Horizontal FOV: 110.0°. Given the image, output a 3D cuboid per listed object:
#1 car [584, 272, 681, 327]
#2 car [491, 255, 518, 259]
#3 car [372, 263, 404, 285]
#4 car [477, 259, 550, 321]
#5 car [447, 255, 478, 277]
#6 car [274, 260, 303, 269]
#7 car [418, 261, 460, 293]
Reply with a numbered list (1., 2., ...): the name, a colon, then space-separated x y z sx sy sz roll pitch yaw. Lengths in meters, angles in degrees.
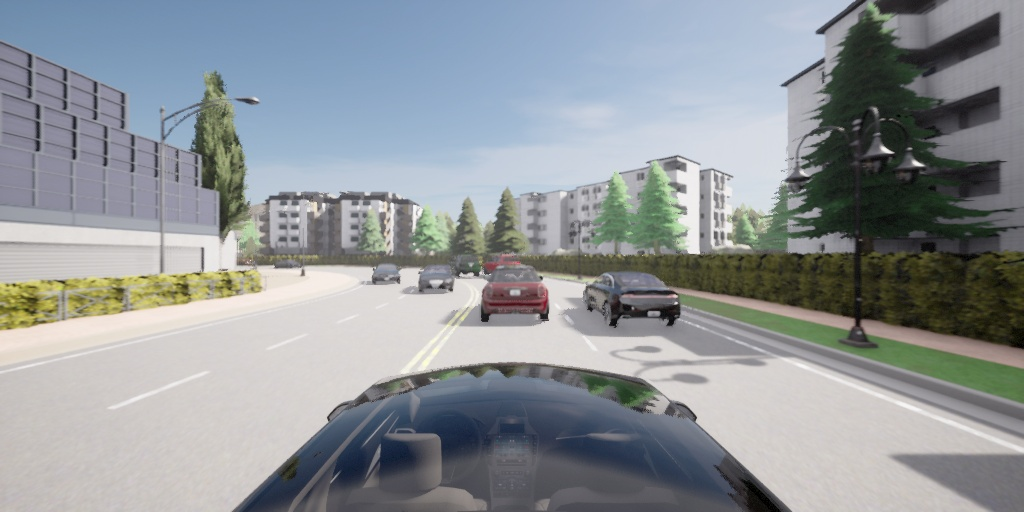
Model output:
1. car: 3.588 1.243 11.512 2.128 1.511 4.902 0 0 0
2. car: -1.040 0.962 34.771 2.150 2.045 5.566 0 0 -24
3. car: -9.124 1.263 26.215 1.812 1.442 4.674 0 0 -19
4. car: 0.063 1.098 12.630 2.097 1.767 4.553 0 0 -1
5. car: -4.893 0.959 34.803 2.150 2.045 5.566 0 0 -26
6. car: -34.268 1.279 55.121 4.181 1.385 1.994 0 0 16
7. car: -4.253 1.233 20.577 2.128 1.511 4.902 0 0 -10
